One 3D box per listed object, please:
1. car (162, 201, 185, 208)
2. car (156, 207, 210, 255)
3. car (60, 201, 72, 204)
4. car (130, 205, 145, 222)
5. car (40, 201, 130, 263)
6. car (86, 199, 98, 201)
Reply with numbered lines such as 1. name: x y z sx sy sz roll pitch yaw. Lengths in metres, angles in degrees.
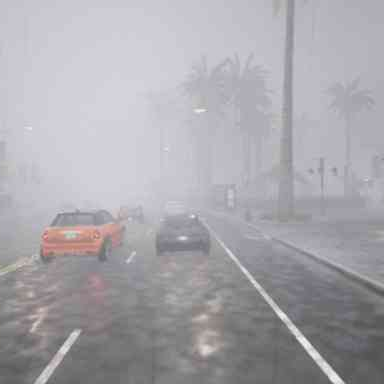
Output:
1. car: -1.562 1.517 28.996 1.812 1.442 4.674 -1 0 -8
2. car: -0.375 1.553 13.390 1.994 1.385 4.181 -1 0 -2
3. car: -16.350 1.861 43.458 1.895 1.301 4.718 -1 0 -23
4. car: -4.738 1.658 26.368 1.895 1.301 4.718 -1 0 -6
5. car: -3.852 1.409 12.516 2.097 1.767 4.553 -1 0 -2
6. car: -13.981 1.701 46.694 2.128 1.511 4.902 -1 0 -24
